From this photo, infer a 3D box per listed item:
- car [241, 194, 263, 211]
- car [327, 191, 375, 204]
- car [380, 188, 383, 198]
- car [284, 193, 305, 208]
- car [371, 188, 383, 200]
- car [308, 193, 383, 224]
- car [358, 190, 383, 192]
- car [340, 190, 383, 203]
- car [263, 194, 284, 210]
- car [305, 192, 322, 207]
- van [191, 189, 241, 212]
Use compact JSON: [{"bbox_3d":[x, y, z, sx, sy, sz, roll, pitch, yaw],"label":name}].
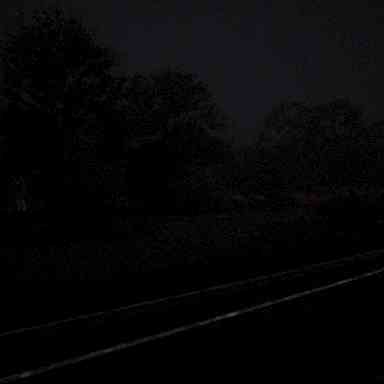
[{"bbox_3d":[3.939,0.946,30.786,2.002,1.452,4.674,0,0,-35],"label":"car"},{"bbox_3d":[19.936,0.635,41.970,2.097,1.535,5.008,-2,1,-35],"label":"car"},{"bbox_3d":[31.347,0.160,49.967,2.097,1.535,5.008,-3,2,-35],"label":"car"},{"bbox_3d":[8.592,0.905,34.073,2.163,1.488,4.792,0,0,-35],"label":"car"},{"bbox_3d":[29.173,0.269,48.213,1.946,1.575,5.366,-3,2,-35],"label":"car"},{"bbox_3d":[9.333,0.954,18.558,2.163,1.488,4.792,0,0,-35],"label":"car"},{"bbox_3d":[13.862,0.776,21.800,2.185,1.767,4.553,0,0,-35],"label":"car"},{"bbox_3d":[22.327,0.554,43.641,2.231,1.521,4.892,-2,1,-35],"label":"car"},{"bbox_3d":[6.221,0.934,32.383,2.002,1.452,4.674,0,0,-35],"label":"car"},{"bbox_3d":[10.789,0.844,35.802,1.946,1.575,5.366,-1,1,-35],"label":"car"},{"bbox_3d":[1.822,0.693,29.147,1.878,1.987,4.442,0,1,-35],"label":"van"}]
